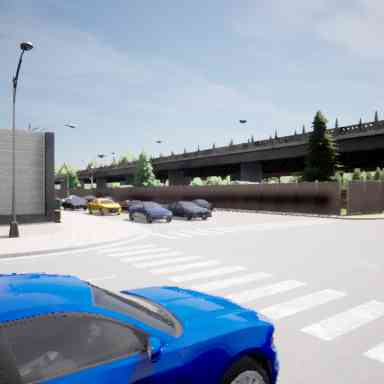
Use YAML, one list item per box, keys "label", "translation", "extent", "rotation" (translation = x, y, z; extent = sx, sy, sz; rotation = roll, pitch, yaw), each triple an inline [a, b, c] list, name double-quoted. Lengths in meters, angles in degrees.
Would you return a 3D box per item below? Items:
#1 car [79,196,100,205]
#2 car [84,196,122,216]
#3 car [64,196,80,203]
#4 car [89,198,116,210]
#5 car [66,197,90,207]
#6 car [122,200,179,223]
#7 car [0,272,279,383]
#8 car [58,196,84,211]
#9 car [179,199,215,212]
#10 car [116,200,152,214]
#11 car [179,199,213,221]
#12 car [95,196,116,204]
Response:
- label: "car"
  translation: [-17.845, 1.422, 57.813]
  extent: [1.882, 1.535, 5.008]
  rotation: [0, 0, -36]
- label: "car"
  translation: [-8.597, 1.422, 32.501]
  extent: [1.882, 1.535, 5.008]
  rotation: [0, 0, -36]
- label: "car"
  translation: [-23.772, 1.469, 65.932]
  extent: [1.812, 1.442, 4.674]
  rotation: [0, 0, -36]
- label: "car"
  translation: [-11.454, 1.470, 42.542]
  extent: [1.812, 1.442, 4.674]
  rotation: [0, 0, -36]
- label: "car"
  translation: [-17.486, 1.492, 50.986]
  extent: [2.033, 1.411, 5.357]
  rotation: [0, 0, -35]
- label: "car"
  translation: [-3.231, 1.470, 24.996]
  extent: [1.812, 1.442, 4.674]
  rotation: [0, 0, -36]
- label: "car"
  translation: [-1.374, 1.478, 2.803]
  extent: [5.008, 1.535, 1.882]
  rotation: [0, 0, -36]
- label: "car"
  translation: [-14.294, 1.492, 40.480]
  extent: [2.033, 1.411, 5.357]
  rotation: [0, 0, -35]
- label: "car"
  translation: [0.551, 1.508, 38.085]
  extent: [1.994, 1.385, 4.181]
  rotation: [0, 0, -35]
- label: "car"
  translation: [-6.199, 1.545, 35.169]
  extent: [1.895, 1.301, 4.718]
  rotation: [0, 0, -36]
- label: "car"
  translation: [-0.629, 1.492, 27.367]
  extent: [2.033, 1.411, 5.357]
  rotation: [0, 0, -36]
- label: "car"
  translation: [-16.052, 1.491, 61.324]
  extent: [2.033, 1.411, 5.357]
  rotation: [0, 0, -36]
